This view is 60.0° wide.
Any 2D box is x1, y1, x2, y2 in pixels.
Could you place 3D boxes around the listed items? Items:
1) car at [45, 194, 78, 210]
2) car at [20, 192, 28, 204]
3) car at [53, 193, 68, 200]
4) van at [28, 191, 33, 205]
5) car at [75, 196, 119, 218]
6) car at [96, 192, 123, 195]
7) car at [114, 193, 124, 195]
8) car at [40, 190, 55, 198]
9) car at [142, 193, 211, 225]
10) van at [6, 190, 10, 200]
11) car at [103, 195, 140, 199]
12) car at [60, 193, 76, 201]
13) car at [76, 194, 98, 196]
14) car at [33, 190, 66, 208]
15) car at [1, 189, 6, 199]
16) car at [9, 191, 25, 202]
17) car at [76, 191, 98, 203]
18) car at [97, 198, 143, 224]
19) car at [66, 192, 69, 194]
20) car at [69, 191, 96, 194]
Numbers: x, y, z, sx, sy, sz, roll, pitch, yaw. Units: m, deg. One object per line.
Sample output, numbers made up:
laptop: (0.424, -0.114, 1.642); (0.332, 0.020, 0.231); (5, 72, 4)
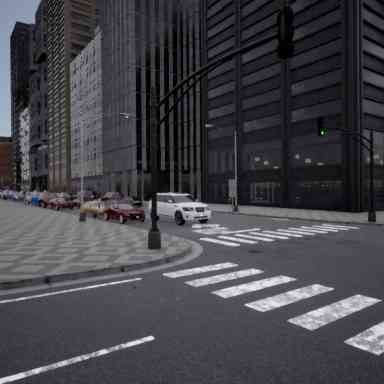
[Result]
car: (-14.851, 1.275, 37.706); (1.887, 1.381, 4.507); (0, 1, -36)
car: (-24.757, 1.125, 51.367); (2.008, 1.369, 4.403); (0, 1, -36)
car: (-27.758, 0.854, 70.029); (1.887, 1.381, 4.507); (0, 1, -36)
van: (-21.455, 0.969, 46.812); (1.690, 1.788, 3.998); (0, 1, -36)
car: (-8.148, 1.353, 28.461); (1.752, 1.417, 4.829); (0, 1, -36)
car: (-11.249, 0.898, 47.260); (2.192, 1.841, 5.009); (0, 1, -36)
car: (-7.949, 1.199, 42.709); (1.947, 1.339, 4.313); (0, 1, -36)
car: (-34.360, 0.509, 79.133); (2.192, 1.841, 5.009); (0, 1, -36)
car: (-1.036, 1.085, 23.331); (2.150, 2.045, 5.566); (-1, 1, -36)
van: (-34.661, 0.747, 65.026); (1.690, 1.788, 3.998); (0, 1, -36)
car: (-7.046, 1.328, 31.630); (2.033, 1.411, 5.357); (-1, 1, -35)
car: (-24.457, 0.948, 65.476); (1.802, 1.307, 4.206); (0, 1, -36)
car: (-12.935, 1.258, 39.778); (1.994, 1.385, 4.181); (-1, 1, -35)
car: (-18.153, 0.995, 42.258); (2.192, 1.841, 5.009); (0, 1, -36)
car: (-37.963, 0.663, 69.579); (2.192, 1.841, 5.009); (0, 1, -36)
car: (-31.360, 0.903, 60.473); (1.967, 1.590, 4.097); (0, 1, -36)
car: (-17.852, 0.793, 56.367); (2.192, 1.841, 5.009); (0, 1, -36)
car: (-4.946, 1.416, 24.045); (1.887, 1.381, 4.507); (0, 1, -36)
car: (-21.858, 0.830, 57.331); (2.097, 1.767, 4.553); (-1, 1, -36)
car: (-15.679, 0.799, 48.877); (2.150, 2.045, 5.566); (-1, 1, -38)
